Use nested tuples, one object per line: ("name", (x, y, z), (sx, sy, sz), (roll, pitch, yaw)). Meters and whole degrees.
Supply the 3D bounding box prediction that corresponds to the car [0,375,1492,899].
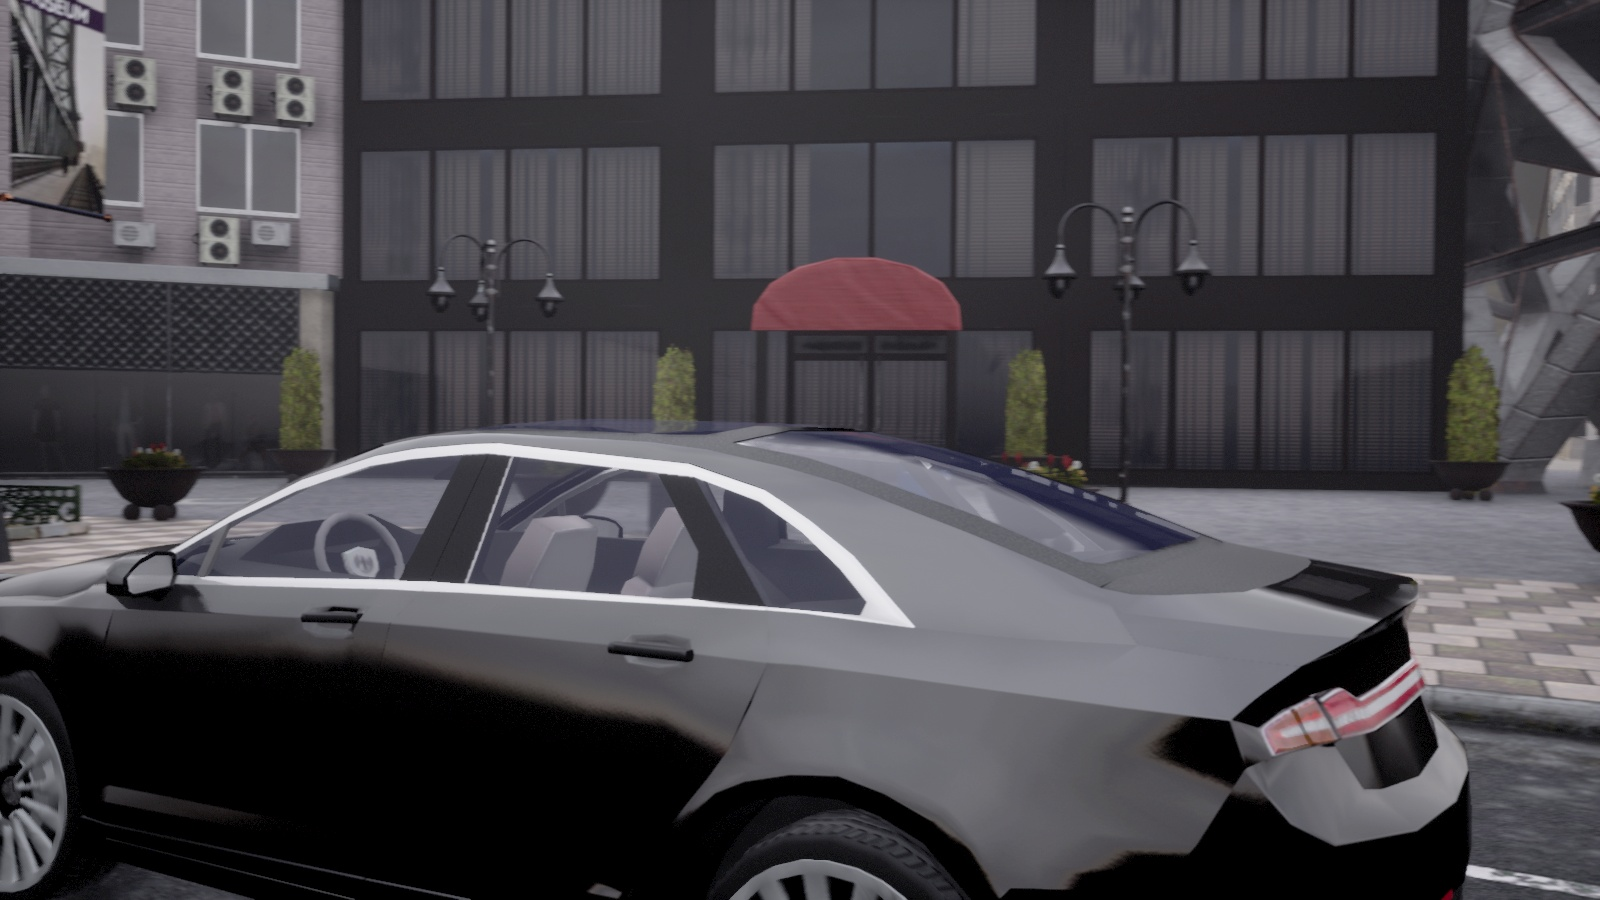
("car", (-0.685, 0.637, 3.866), (4.902, 1.511, 2.128), (0, 1, 30))
